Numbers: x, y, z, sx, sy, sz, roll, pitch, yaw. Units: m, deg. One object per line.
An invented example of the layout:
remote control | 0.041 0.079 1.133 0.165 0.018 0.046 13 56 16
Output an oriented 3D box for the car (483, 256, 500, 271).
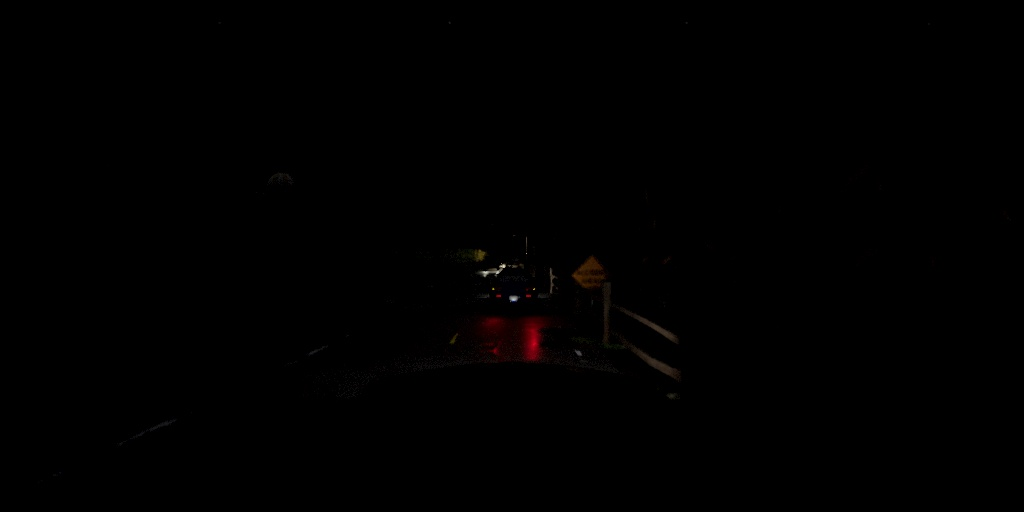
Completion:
car | -2.854 1.024 50.325 2.150 2.045 5.566 0 0 0

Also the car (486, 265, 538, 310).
car | 0.070 1.283 14.668 1.812 1.442 4.674 0 0 0

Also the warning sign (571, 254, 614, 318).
warning sign | 2.445 0.868 10.975 1.300 1.860 1.060 0 0 0

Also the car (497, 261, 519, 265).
car | 0.062 1.339 29.469 1.994 1.385 4.181 0 0 0
